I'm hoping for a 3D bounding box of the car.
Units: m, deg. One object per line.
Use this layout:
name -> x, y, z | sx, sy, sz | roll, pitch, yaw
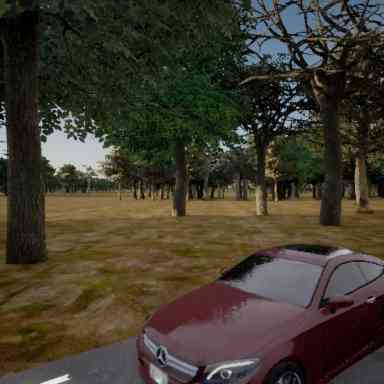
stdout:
car -> 1.495, 1.524, 4.681 | 4.674, 1.442, 1.812 | 0, 0, -39
